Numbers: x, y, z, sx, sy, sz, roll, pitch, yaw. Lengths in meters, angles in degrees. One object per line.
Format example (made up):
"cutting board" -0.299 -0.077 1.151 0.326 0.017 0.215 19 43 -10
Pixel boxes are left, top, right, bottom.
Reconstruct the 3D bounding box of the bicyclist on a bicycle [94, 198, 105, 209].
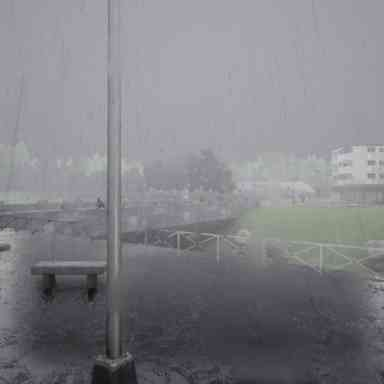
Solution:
"bicyclist on a bicycle" -8.277 1.349 29.809 1.656 1.620 0.582 0 0 35

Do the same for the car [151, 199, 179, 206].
"car" -3.487 1.563 43.760 1.994 1.385 4.181 0 0 35
